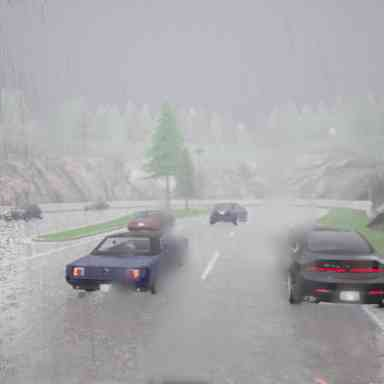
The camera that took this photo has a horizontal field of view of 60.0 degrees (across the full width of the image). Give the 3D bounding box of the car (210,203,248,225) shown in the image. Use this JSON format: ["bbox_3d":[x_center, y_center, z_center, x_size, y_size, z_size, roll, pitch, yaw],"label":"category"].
[{"bbox_3d":[3.033,1.612,26.456,2.097,1.767,4.553,-1,-1,22],"label":"car"}]

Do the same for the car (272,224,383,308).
[{"bbox_3d":[3.128,1.551,8.078,1.837,1.490,4.892,-1,-1,10],"label":"car"}]

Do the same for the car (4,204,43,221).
[{"bbox_3d":[-17.388,2.031,34.500,2.097,1.767,4.553,-1,-1,-1],"label":"car"}]

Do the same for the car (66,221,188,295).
[{"bbox_3d":[-1.375,1.730,9.133,1.895,1.301,4.718,-1,-1,10],"label":"car"}]

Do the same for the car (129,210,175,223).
[{"bbox_3d":[-2.454,1.849,21.087,1.994,1.385,4.181,-1,-1,13],"label":"car"}]

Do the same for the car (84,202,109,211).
[{"bbox_3d":[-15.960,2.410,55.802,1.837,1.490,4.892,-1,-1,27],"label":"car"}]
